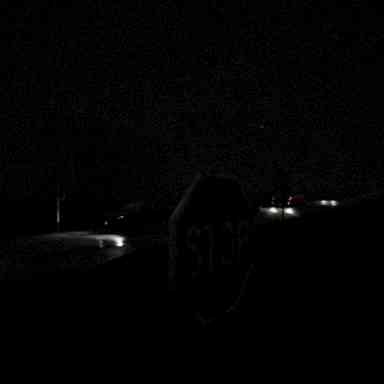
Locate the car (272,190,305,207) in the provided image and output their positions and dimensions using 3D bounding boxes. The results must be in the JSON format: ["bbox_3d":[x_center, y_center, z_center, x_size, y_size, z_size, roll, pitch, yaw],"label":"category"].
[{"bbox_3d":[9.895,0.594,34.046,2.097,1.767,4.553,0,1,38],"label":"car"}]

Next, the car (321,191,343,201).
[{"bbox_3d":[19.612,0.486,46.533,1.994,1.385,4.181,0,1,38],"label":"car"}]

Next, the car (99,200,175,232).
[{"bbox_3d":[-2.687,1.158,17.709,1.812,1.442,4.674,0,1,38],"label":"car"}]

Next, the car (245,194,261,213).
[{"bbox_3d":[3.652,0.920,25.950,1.882,1.535,5.008,0,1,37],"label":"car"}]
